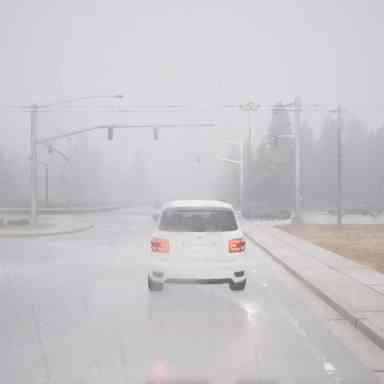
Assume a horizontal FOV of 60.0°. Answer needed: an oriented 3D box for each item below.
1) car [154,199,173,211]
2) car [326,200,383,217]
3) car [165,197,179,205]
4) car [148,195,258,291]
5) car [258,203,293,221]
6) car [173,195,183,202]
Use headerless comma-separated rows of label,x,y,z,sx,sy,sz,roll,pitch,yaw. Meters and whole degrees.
car,-3.590,1.564,42.142,1.994,1.385,4.181,0,0,0
car,14.898,1.518,30.544,4.902,1.511,2.128,0,0,1
car,-3.539,1.547,59.559,2.033,1.411,5.357,0,0,1
car,0.067,1.218,9.137,2.150,2.045,5.566,0,0,-2
car,5.986,1.587,27.031,4.181,1.385,1.994,0,0,4
car,-3.160,1.439,75.680,1.837,1.490,4.892,0,0,2
